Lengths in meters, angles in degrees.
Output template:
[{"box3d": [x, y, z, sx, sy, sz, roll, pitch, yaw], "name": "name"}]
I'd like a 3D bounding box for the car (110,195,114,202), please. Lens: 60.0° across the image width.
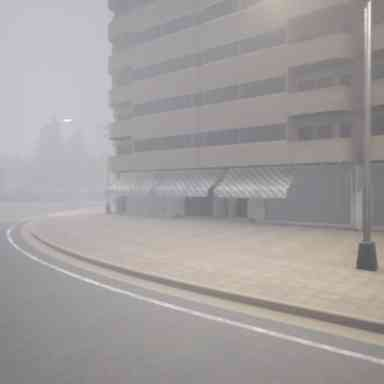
[{"box3d": [-11.057, 0.929, 53.302, 1.812, 1.442, 4.674, 0, 1, 35], "name": "car"}]
